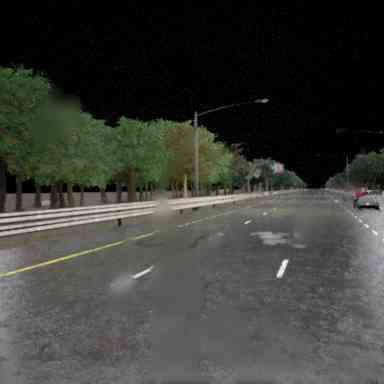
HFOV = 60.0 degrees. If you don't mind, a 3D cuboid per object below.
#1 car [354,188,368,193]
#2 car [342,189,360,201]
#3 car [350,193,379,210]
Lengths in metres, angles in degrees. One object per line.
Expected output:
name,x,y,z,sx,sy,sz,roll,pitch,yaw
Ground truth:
car,35.477,0.171,70.244,2.150,2.045,5.566,0,1,39
car,25.228,0.715,53.183,2.128,1.511,4.902,-1,0,25
car,17.320,1.062,33.243,1.994,1.385,4.181,-1,0,21
